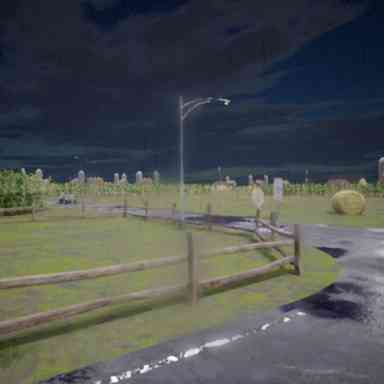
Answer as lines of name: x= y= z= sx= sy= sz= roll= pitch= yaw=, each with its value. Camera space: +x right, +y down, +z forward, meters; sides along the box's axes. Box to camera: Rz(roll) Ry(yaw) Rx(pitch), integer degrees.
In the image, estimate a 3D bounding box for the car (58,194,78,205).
car: x=-18.666 y=1.084 z=50.001 sx=1.837 sy=1.490 sz=4.892 roll=-1 pitch=1 yaw=-36
